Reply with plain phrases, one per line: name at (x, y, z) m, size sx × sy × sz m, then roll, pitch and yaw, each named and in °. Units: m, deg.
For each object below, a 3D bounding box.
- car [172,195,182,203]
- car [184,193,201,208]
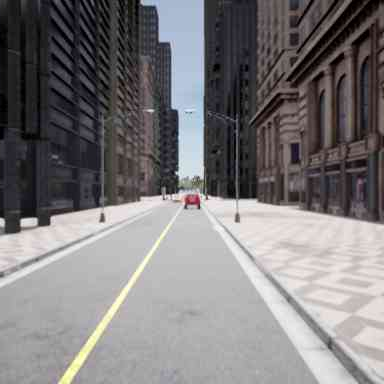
car at (-3.049, 1.430, 67.904) m, size 1.882 × 1.535 × 5.008 m, roll 0°, pitch 0°, yaw 0°
car at (0.068, 1.192, 46.426) m, size 2.150 × 2.045 × 5.566 m, roll 0°, pitch 0°, yaw 0°
